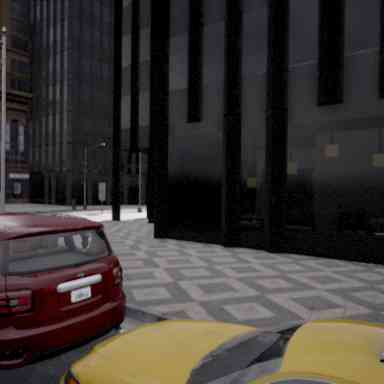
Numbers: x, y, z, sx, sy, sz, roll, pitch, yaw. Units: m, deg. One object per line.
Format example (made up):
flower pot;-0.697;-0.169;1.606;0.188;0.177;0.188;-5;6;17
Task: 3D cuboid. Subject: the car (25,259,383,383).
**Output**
car;1.040;1.521;2.217;4.829;1.417;1.752;1;1;36

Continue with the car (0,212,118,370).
car;-3.236;1.244;5.267;5.009;1.841;2.192;1;1;36
